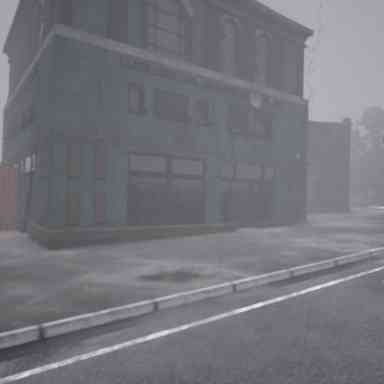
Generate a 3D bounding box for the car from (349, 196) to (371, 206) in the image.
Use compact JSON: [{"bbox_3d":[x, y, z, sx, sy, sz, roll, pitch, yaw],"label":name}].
[{"bbox_3d":[21.224,1.169,43.739,1.895,1.301,4.718,1,0,-9],"label":"car"}]
